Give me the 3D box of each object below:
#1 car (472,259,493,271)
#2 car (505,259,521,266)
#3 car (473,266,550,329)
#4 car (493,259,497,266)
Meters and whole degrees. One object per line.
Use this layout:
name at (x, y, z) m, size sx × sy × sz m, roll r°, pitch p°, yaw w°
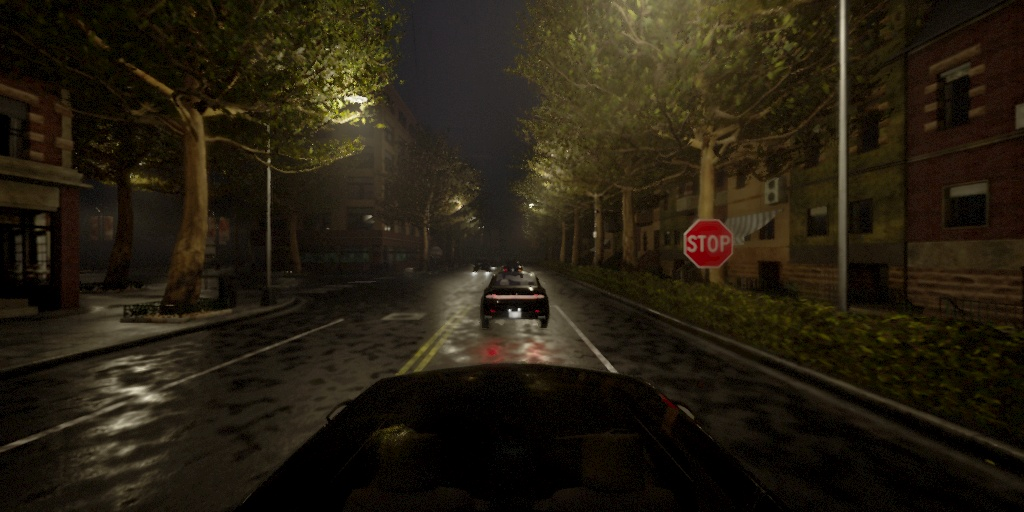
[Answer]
car at (-3.640, 1.164, 43.636) m, size 1.837 × 1.490 × 4.892 m, roll 0°, pitch 0°, yaw 0°
car at (0.064, 1.228, 33.635) m, size 2.033 × 1.411 × 5.357 m, roll 0°, pitch 0°, yaw 0°
car at (0.080, 1.220, 11.174) m, size 2.128 × 1.511 × 4.902 m, roll 0°, pitch 0°, yaw 0°
car at (-3.606, 1.185, 60.764) m, size 1.994 × 1.385 × 4.181 m, roll 0°, pitch 0°, yaw 1°
